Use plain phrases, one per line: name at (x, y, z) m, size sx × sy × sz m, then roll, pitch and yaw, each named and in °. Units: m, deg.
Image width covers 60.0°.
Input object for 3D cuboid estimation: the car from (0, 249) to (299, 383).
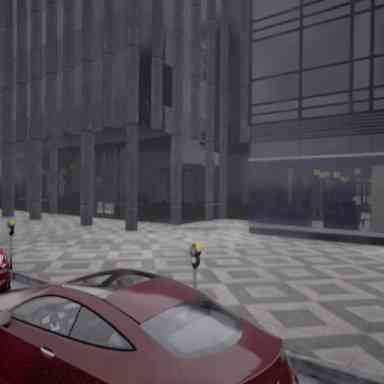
car at (-1.008, 1.546, 3.680) m, size 4.206 × 1.307 × 1.802 m, roll 1°, pitch 1°, yaw 35°
